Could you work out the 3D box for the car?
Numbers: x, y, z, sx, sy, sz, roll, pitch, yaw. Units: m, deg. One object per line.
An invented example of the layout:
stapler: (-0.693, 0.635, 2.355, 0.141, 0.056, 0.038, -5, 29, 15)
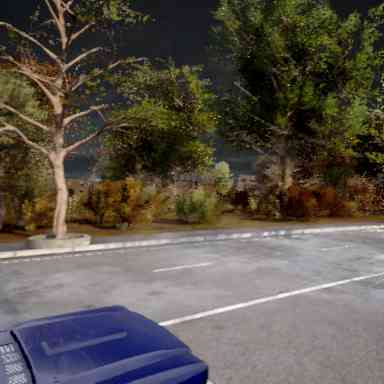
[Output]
car: (-2.115, 1.587, 2.182, 4.718, 1.301, 1.895, 0, 0, -35)
